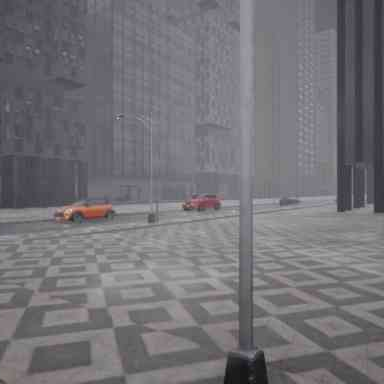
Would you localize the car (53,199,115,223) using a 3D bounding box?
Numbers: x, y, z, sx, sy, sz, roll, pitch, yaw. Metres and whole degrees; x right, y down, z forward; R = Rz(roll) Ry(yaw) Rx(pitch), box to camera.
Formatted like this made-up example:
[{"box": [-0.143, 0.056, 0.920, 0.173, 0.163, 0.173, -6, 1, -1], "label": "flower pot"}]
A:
[{"box": [-8.159, 1.326, 25.356, 2.097, 1.767, 4.553, 0, 0, 36], "label": "car"}]

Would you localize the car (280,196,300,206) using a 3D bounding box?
[{"box": [15.453, 1.405, 52.238, 1.882, 1.535, 5.008, 0, 0, 36], "label": "car"}]

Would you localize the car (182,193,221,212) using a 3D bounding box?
[{"box": [1.206, 1.173, 38.158, 2.150, 2.045, 5.566, 0, 0, 36], "label": "car"}]
